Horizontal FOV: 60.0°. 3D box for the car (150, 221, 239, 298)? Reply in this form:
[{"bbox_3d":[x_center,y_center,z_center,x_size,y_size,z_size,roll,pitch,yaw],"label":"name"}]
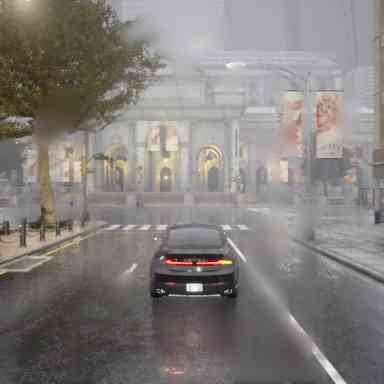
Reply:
[{"bbox_3d":[0.061,1.505,8.519,1.837,1.490,4.892,0,0,0],"label":"car"}]
